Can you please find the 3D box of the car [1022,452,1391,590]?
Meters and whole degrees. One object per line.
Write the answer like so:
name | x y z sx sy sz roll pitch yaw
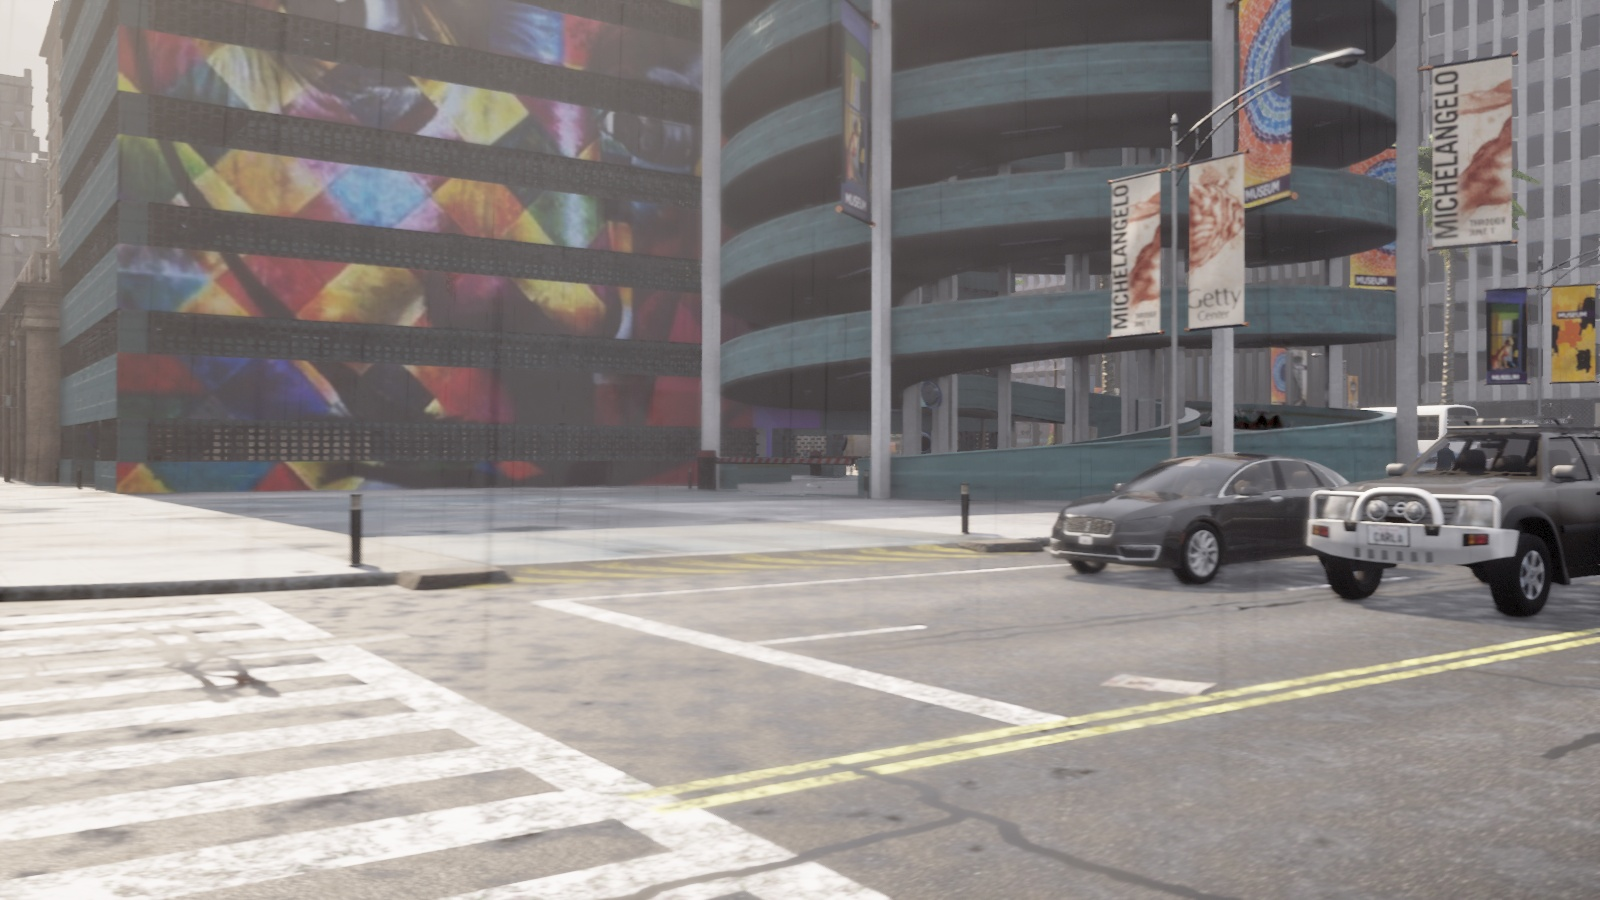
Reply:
car | 5.219 0.777 15.828 4.892 1.490 1.837 0 0 -35

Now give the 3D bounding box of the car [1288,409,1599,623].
car | 7.289 0.578 13.005 4.605 1.855 1.932 0 0 -35

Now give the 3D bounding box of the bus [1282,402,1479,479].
bus | 34.223 -0.521 74.656 3.944 4.253 10.273 0 0 -29
